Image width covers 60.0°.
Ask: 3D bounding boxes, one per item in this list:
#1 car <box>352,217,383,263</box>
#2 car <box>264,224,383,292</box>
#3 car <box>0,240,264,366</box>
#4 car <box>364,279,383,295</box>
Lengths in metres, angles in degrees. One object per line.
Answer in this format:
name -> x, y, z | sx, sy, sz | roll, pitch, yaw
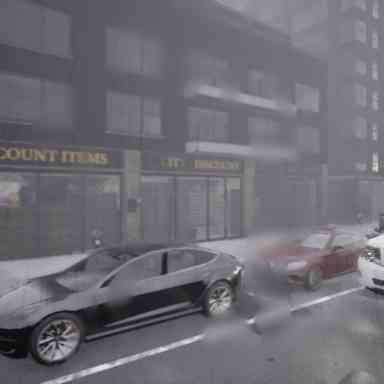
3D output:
car -> 7.986, 1.660, 12.237 | 4.313, 1.339, 1.947 | 0, -1, -35
car -> 3.483, 1.637, 9.026 | 4.206, 1.307, 1.802 | 0, -1, -35
car -> -1.020, 1.583, 5.814 | 4.313, 1.339, 1.947 | 0, -1, -35
car -> 6.178, 1.283, 7.772 | 5.566, 2.045, 2.150 | 0, 0, -35
